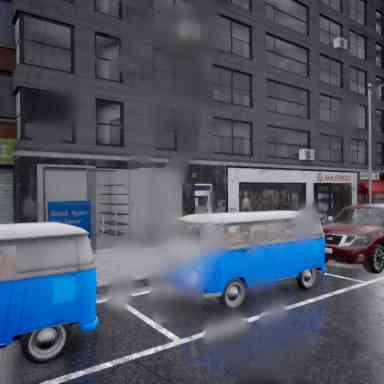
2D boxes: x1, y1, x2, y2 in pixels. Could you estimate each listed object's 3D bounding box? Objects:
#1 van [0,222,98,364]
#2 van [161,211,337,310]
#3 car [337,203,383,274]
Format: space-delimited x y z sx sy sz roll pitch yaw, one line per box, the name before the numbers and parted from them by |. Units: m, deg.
van | -3.247 1.341 4.228 3.998 1.788 1.690 0 -1 -36
van | 1.292 1.340 7.484 3.998 1.788 1.690 0 -1 -36
car | 5.830 1.311 10.740 5.009 1.841 2.192 0 -1 -36
